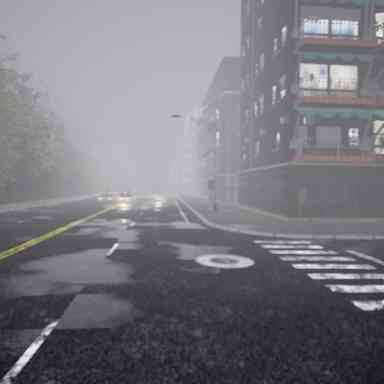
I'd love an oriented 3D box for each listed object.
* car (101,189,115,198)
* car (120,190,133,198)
[{"bbox_3d":[-14.823,0.174,58.688,1.882,1.535,5.008,1,1,-5],"label":"car"},{"bbox_3d":[-11.585,0.278,58.958,2.033,1.411,5.357,1,1,-5],"label":"car"}]
